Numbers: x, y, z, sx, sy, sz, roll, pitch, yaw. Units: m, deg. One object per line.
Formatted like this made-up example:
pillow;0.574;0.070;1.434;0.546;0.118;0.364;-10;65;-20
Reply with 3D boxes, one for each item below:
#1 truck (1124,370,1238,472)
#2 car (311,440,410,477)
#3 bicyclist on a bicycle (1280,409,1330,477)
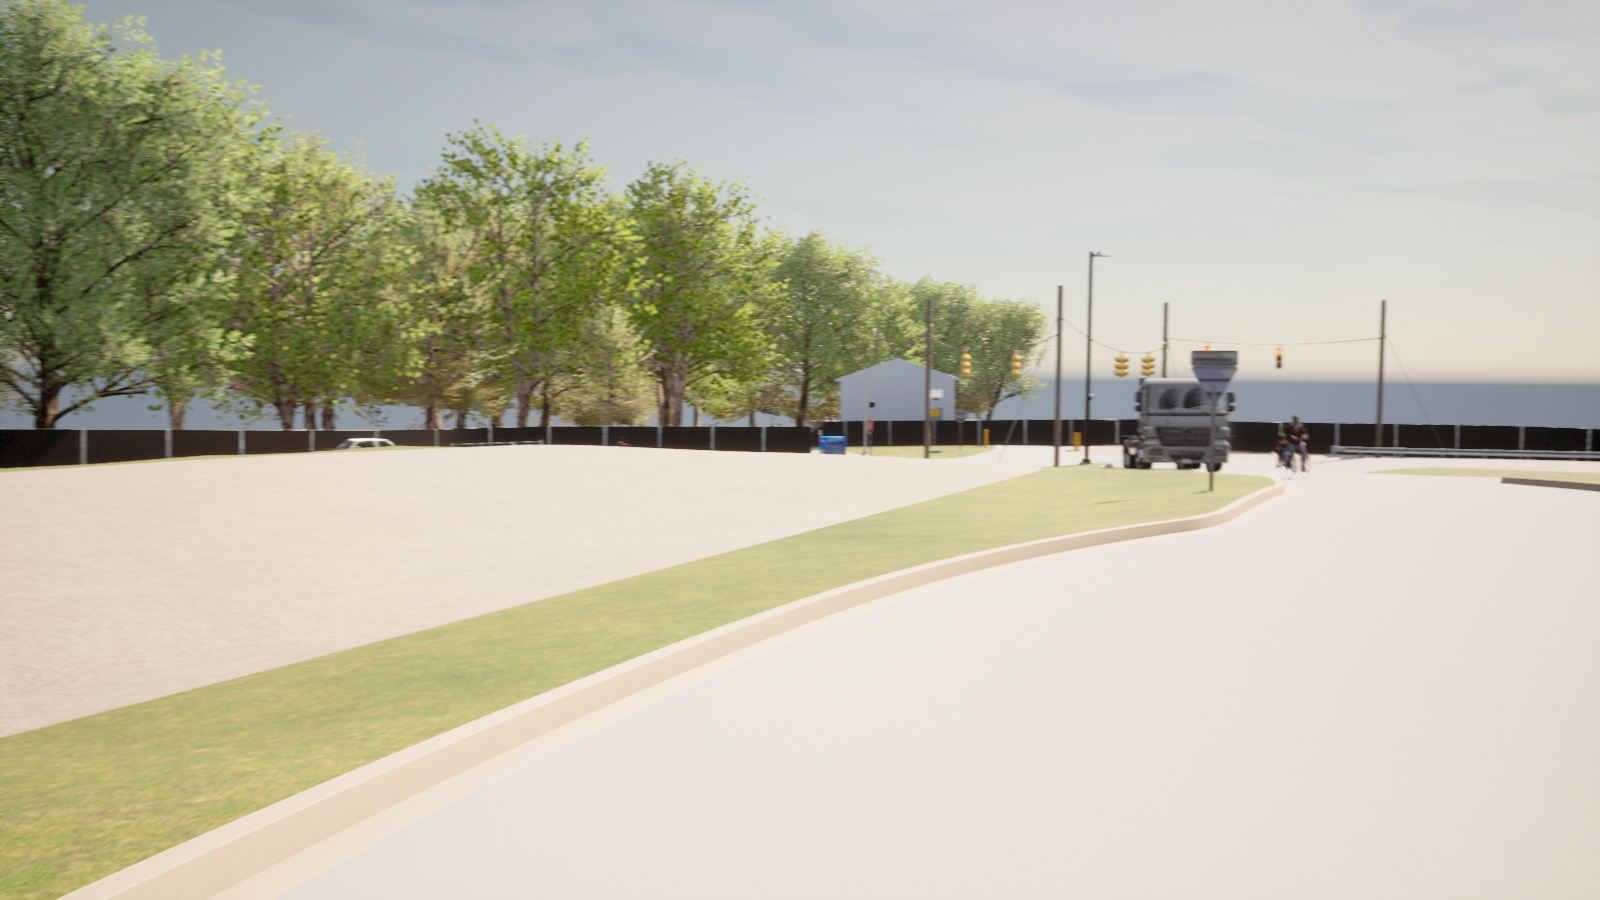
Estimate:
truck;13.993;-1.033;46.777;2.891;3.462;7.936;0;1;8
car;-20.039;0.366;57.312;3.806;1.475;1.970;-2;4;-39
bicyclist on a bicycle;13.605;-0.179;33.863;0.659;1.776;1.843;0;0;2
